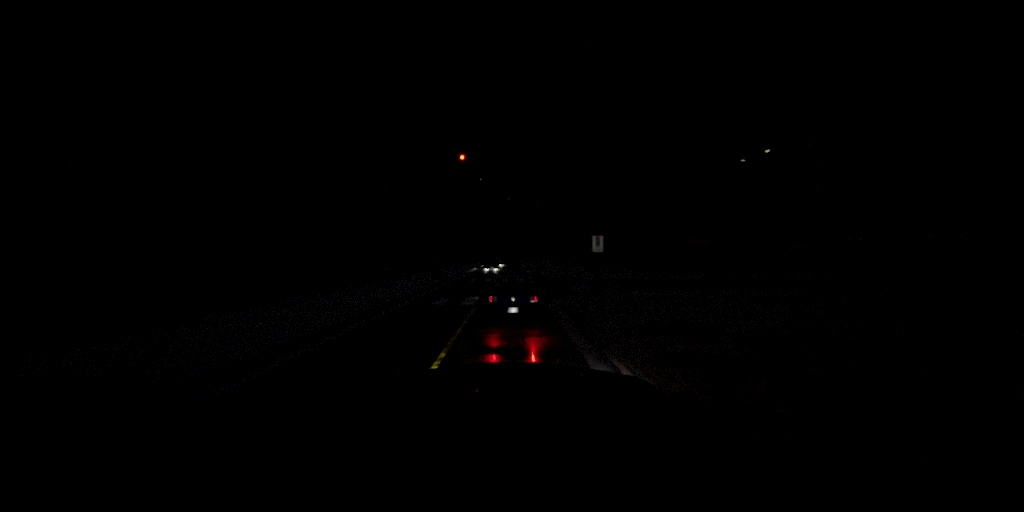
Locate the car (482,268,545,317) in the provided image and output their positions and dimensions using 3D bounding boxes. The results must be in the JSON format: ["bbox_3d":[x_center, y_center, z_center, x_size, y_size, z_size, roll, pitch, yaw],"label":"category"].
[{"bbox_3d":[0.056,1.271,12.677,1.895,1.301,4.718,0,0,0],"label":"car"}]

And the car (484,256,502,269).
[{"bbox_3d":[-2.833,0.971,49.467,2.033,1.411,5.357,0,0,0],"label":"car"}]
